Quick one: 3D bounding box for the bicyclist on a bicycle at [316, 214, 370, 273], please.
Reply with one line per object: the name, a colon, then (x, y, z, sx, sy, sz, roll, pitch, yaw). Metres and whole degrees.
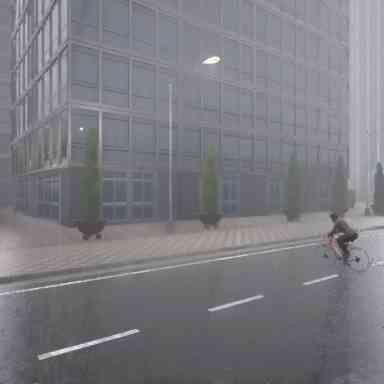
bicyclist on a bicycle: (4.313, 1.455, 9.659, 0.582, 1.620, 1.656, 0, -2, -37)
